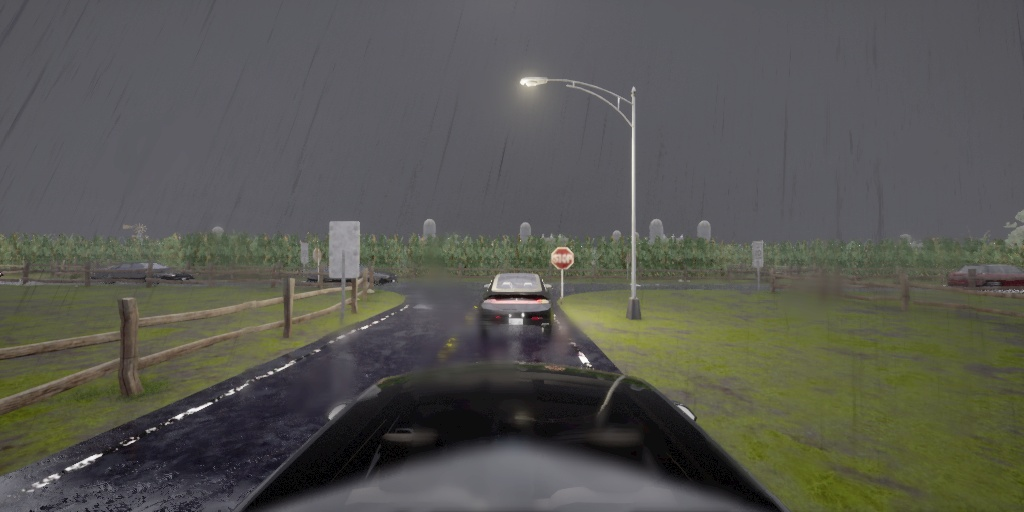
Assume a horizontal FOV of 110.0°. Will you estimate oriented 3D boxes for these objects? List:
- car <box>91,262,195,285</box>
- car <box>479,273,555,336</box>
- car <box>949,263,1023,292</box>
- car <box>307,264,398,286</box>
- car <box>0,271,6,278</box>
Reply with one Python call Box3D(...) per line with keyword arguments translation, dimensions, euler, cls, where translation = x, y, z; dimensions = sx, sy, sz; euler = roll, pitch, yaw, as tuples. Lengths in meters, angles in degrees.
Box3D(translation=(-24.083, 1.119, 23.498), dimensions=(5.357, 1.411, 2.033), euler=(0, -1, 0), cls="car")
Box3D(translation=(0.161, 1.244, 10.386), dimensions=(2.128, 1.511, 4.902), euler=(0, 0, 2), cls="car")
Box3D(translation=(31.337, 1.347, 23.062), dimensions=(4.553, 1.767, 2.097), euler=(0, -1, 0), cls="car")
Box3D(translation=(-10.351, 1.213, 23.390), dimensions=(5.357, 1.411, 2.033), euler=(0, -1, 1), cls="car")
Box3D(translation=(-36.751, 1.092, 23.608), dimensions=(4.718, 1.301, 1.895), euler=(0, -1, 1), cls="car")
